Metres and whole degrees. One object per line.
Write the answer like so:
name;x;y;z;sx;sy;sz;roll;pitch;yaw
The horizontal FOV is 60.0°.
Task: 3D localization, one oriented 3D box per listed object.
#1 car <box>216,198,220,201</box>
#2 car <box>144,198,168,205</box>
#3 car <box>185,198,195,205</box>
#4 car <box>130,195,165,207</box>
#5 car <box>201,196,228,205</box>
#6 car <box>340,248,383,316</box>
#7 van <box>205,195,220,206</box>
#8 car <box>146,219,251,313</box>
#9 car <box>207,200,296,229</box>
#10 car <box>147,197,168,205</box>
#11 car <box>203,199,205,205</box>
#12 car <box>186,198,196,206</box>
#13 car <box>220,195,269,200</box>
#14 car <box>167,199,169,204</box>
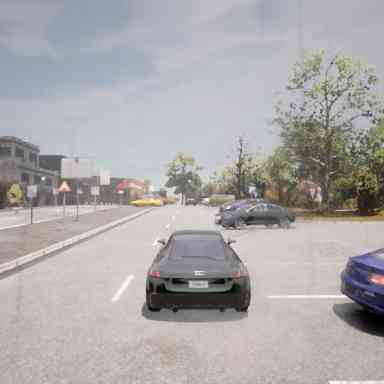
car;5.054;1.552;33.337;4.674;1.452;2.002;0;0;0
car;-7.507;2.048;69.733;5.008;1.535;2.097;0;-2;-1
car;-0.367;2.203;74.544;1.882;1.535;5.008;0;-2;2
car;-7.549;1.678;54.674;5.366;1.575;1.946;0;-1;0
car;4.716;1.831;70.765;5.566;2.045;2.435;0;-2;-1
car;5.084;1.525;5.831;4.674;1.452;2.002;0;0;0
van;4.792;1.448;54.134;4.442;1.987;1.878;0;-1;0
car;0.109;1.571;7.779;1.994;1.385;4.181;0;0;0
car;3.715;1.411;19.561;4.902;1.511;2.128;0;-3;-19
car;-7.520;2.017;72.771;4.553;1.767;2.185;0;-2;-1
car;5.071;1.722;56.926;5.366;1.575;1.946;0;-1;0
car;-0.175;1.946;64.672;1.812;1.442;4.674;0;-2;-1
car;5.126;1.382;30.167;4.553;1.767;2.185;0;0;0
car;-7.445;1.707;66.824;5.566;2.045;2.435;0;-2;-1
